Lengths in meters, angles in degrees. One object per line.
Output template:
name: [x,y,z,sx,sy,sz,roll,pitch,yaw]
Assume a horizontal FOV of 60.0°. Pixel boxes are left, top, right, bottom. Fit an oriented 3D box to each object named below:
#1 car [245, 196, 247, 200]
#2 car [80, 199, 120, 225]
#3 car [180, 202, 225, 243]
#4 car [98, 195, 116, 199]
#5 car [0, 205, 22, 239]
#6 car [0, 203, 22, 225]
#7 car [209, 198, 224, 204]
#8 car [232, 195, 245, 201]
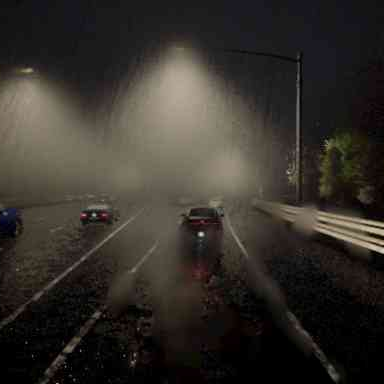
car: [14.308,1.532,94.247,2.128,1.511,4.902,0,0,18]
car: [-6.133,1.430,22.678,2.033,1.411,5.357,0,0,-4]
car: [0.500,1.462,15.919,1.837,1.490,4.892,0,0,3]
car: [-11.314,1.127,44.175,2.097,1.767,4.553,0,0,-4]
car: [-8.956,1.244,13.877,2.097,1.767,4.553,0,0,-4]
car: [-13.077,1.438,21.700,1.895,1.301,4.718,0,0,-4]
car: [3.292,1.539,44.990,1.812,1.442,4.674,0,0,8]
car: [11.508,1.674,84.728,1.994,1.385,4.181,0,0,16]
